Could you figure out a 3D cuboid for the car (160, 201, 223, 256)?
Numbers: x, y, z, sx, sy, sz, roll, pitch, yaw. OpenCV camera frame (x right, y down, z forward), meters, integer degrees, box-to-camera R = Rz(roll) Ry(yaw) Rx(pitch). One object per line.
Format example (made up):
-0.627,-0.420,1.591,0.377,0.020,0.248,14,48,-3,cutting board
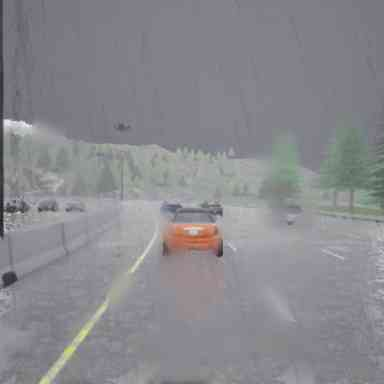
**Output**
-0.013,1.420,13.637,2.097,1.767,4.553,0,0,-2,car

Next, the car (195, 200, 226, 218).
1.771,1.661,33.602,2.128,1.511,4.902,0,0,-9,car

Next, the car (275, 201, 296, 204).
8.978,1.669,32.626,1.837,1.490,4.892,1,0,-8,car

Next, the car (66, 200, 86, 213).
-13.986,1.730,40.228,1.812,1.442,4.674,0,0,-12,car

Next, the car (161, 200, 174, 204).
-2.416,1.665,37.214,1.882,1.535,5.008,0,0,-11,car

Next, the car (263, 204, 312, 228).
6.479,1.717,23.148,1.895,1.301,4.718,0,0,-5,car

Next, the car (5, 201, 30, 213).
-21.194,1.770,40.419,1.994,1.385,4.181,0,0,-13,car

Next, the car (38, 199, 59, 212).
-17.877,1.717,41.629,1.837,1.490,4.892,0,-1,-13,car
